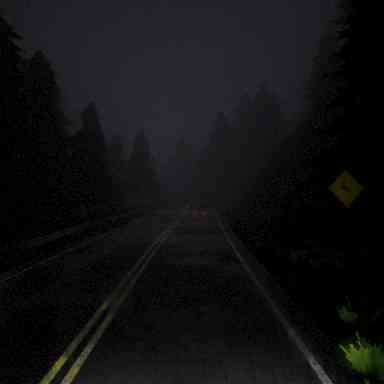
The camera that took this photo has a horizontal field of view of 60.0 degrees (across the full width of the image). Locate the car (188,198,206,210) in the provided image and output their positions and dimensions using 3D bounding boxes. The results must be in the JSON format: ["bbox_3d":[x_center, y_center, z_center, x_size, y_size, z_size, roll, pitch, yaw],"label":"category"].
[{"bbox_3d":[0.609,1.470,42.157,2.128,1.511,4.902,1,0,-5],"label":"car"}]
